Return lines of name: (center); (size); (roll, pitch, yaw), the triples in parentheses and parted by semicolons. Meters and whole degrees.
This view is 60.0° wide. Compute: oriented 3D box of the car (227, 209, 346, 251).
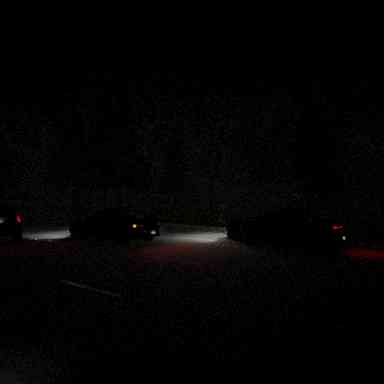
car: (3.784, 1.461, 13.969); (4.892, 1.490, 1.837); (1, 0, 36)

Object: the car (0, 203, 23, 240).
car: (-9.567, 1.216, 14.804); (4.553, 1.767, 2.097); (1, 0, 35)

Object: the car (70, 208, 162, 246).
car: (-3.449, 1.430, 14.816); (4.674, 1.442, 1.812); (1, 0, 35)

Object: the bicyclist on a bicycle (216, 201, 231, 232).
bicyclist on a bicycle: (1.728, 1.285, 18.285); (0.582, 1.620, 1.656); (1, 10, 35)
